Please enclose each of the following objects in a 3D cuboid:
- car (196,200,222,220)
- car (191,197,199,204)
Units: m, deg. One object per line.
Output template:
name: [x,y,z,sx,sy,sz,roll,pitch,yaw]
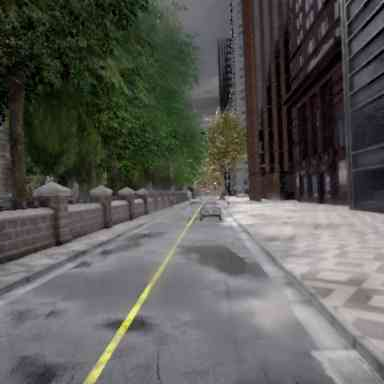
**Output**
car: [1.624,1.626,29.034,2.033,1.411,5.357,-2,0,3]
car: [0.746,1.877,71.896,1.812,1.442,4.674,-2,-1,3]
